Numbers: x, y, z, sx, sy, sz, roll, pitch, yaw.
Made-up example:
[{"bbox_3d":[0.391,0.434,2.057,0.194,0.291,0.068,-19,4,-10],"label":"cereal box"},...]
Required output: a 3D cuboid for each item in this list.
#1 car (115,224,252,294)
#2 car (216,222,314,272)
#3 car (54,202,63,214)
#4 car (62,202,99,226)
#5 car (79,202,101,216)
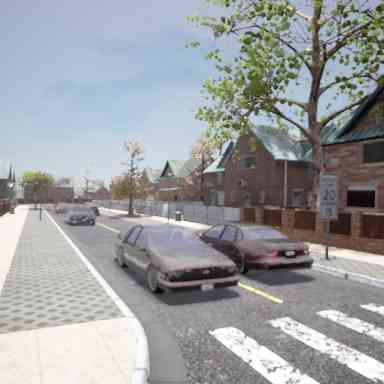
[{"bbox_3d":[-0.806,1.645,9.424,2.033,1.411,5.357,2,-1,-26],"label":"car"},{"bbox_3d":[1.577,1.732,11.273,2.033,1.411,5.357,2,-1,-26],"label":"car"},{"bbox_3d":[-16.643,2.058,42.738,1.812,1.442,4.674,2,-1,-26],"label":"car"},{"bbox_3d":[-8.800,1.786,26.136,1.837,1.490,4.892,2,-1,-26],"label":"car"},{"bbox_3d":[-12.621,2.051,40.935,1.812,1.442,4.674,2,-1,-26],"label":"car"}]
